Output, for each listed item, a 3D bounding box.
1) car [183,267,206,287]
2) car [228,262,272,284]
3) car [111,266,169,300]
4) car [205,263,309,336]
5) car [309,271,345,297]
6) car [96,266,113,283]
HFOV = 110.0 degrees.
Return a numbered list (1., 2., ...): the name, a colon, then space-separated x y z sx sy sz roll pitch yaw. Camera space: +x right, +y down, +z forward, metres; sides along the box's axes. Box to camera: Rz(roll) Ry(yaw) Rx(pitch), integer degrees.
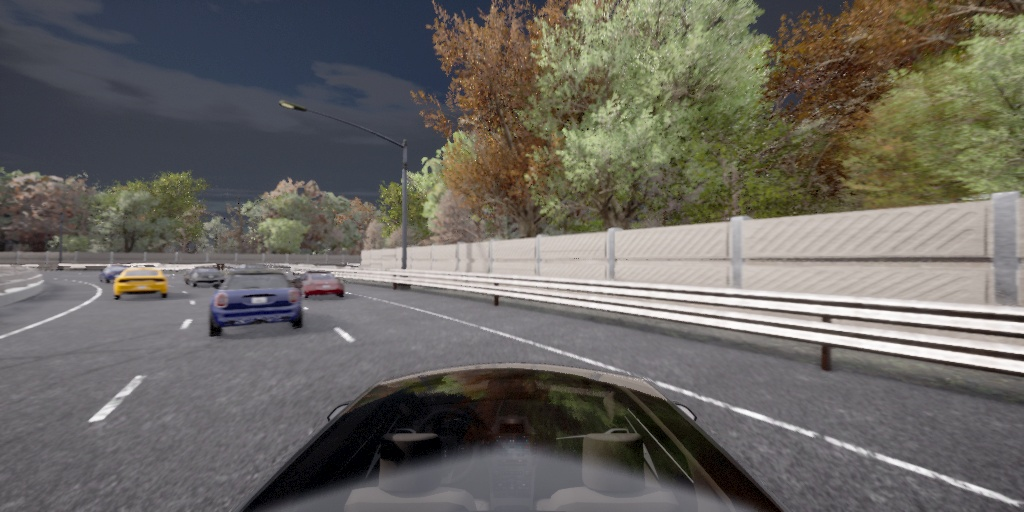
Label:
1. car: -23.801 1.579 27.694 5.357 1.411 2.033 0 -1 40
2. car: -23.078 1.438 31.524 4.553 1.767 2.097 0 -1 39
3. car: -19.939 1.408 19.375 5.008 1.535 1.882 -1 -1 45
4. car: -7.962 1.206 11.163 2.097 1.767 4.553 1 -1 -37
5. car: -10.732 1.527 19.744 1.994 1.385 4.181 1 -1 -41
6. car: -34.295 1.574 31.230 4.674 1.442 1.812 0 -1 35
